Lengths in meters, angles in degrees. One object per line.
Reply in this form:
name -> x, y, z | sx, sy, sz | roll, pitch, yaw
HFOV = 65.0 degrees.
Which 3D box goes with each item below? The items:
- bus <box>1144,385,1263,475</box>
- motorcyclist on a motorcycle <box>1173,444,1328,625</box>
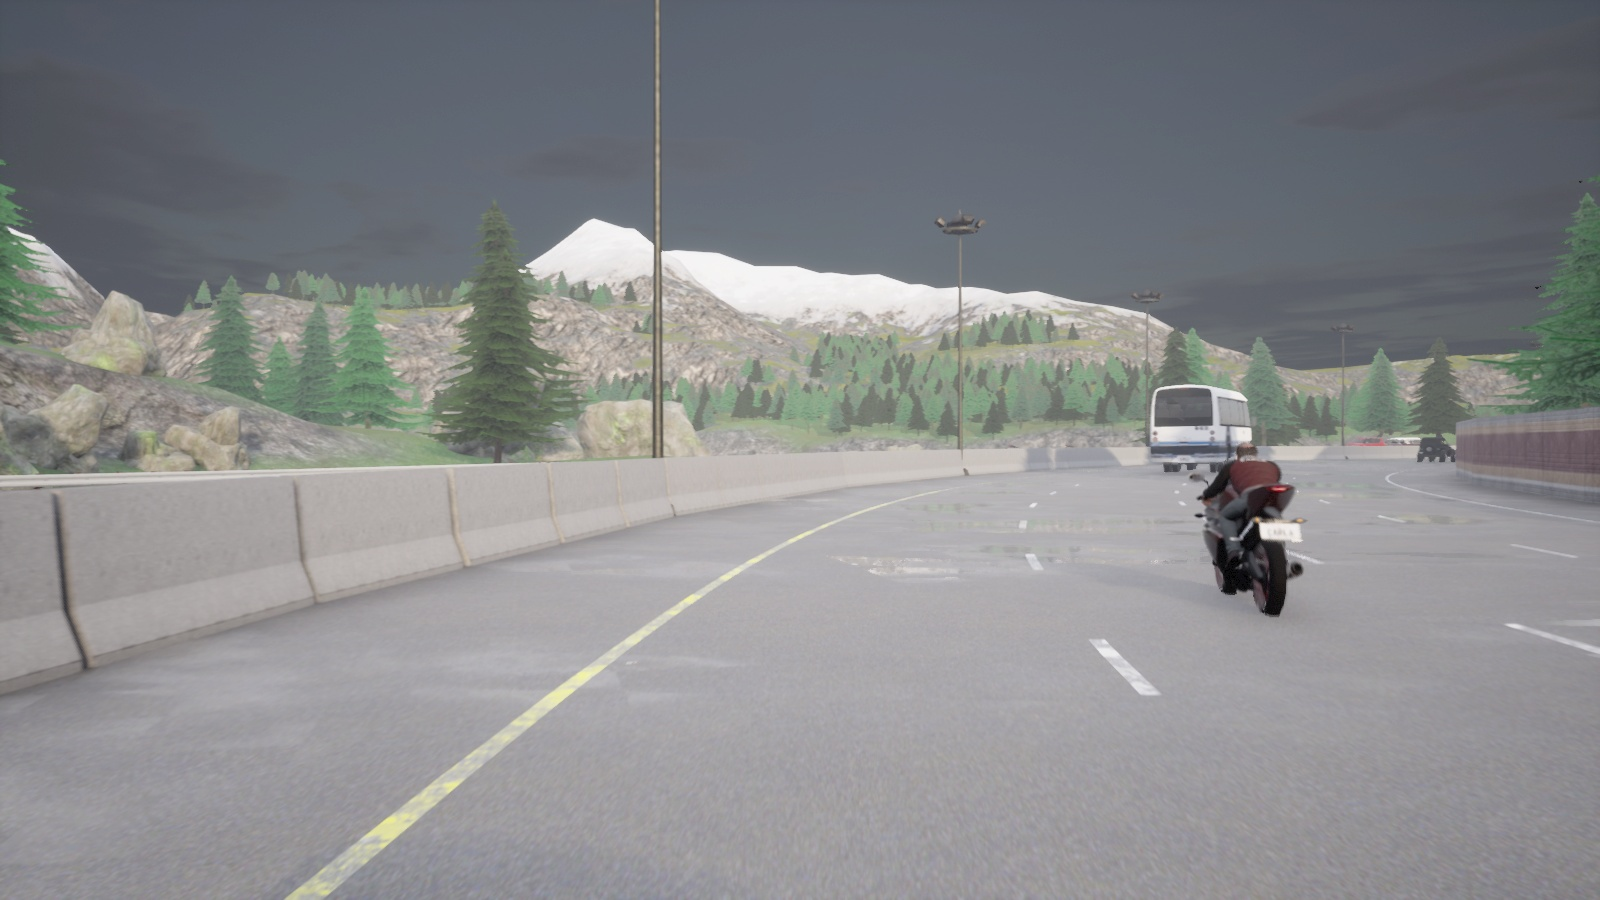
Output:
bus -> 21.007, -0.974, 64.818 | 3.944, 4.253, 10.273 | 0, 0, 29
motorcyclist on a motorcycle -> 4.188, 0.719, 11.877 | 0.866, 1.530, 2.191 | 1, 0, 6
